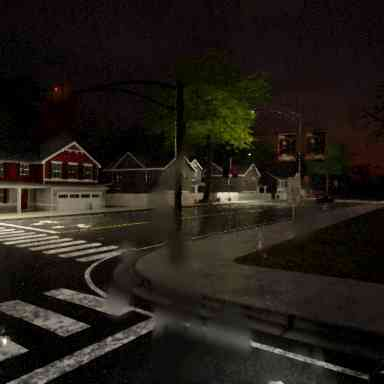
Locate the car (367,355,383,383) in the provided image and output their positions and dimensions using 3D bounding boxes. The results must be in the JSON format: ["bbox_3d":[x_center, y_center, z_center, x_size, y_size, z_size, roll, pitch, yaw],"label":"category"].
[{"bbox_3d":[3.346,1.506,1.295,4.892,1.490,1.837,0,0,35],"label":"car"}]

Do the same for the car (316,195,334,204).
[{"bbox_3d":[21.650,1.172,54.021,2.128,1.511,4.902,1,1,36],"label":"car"}]
